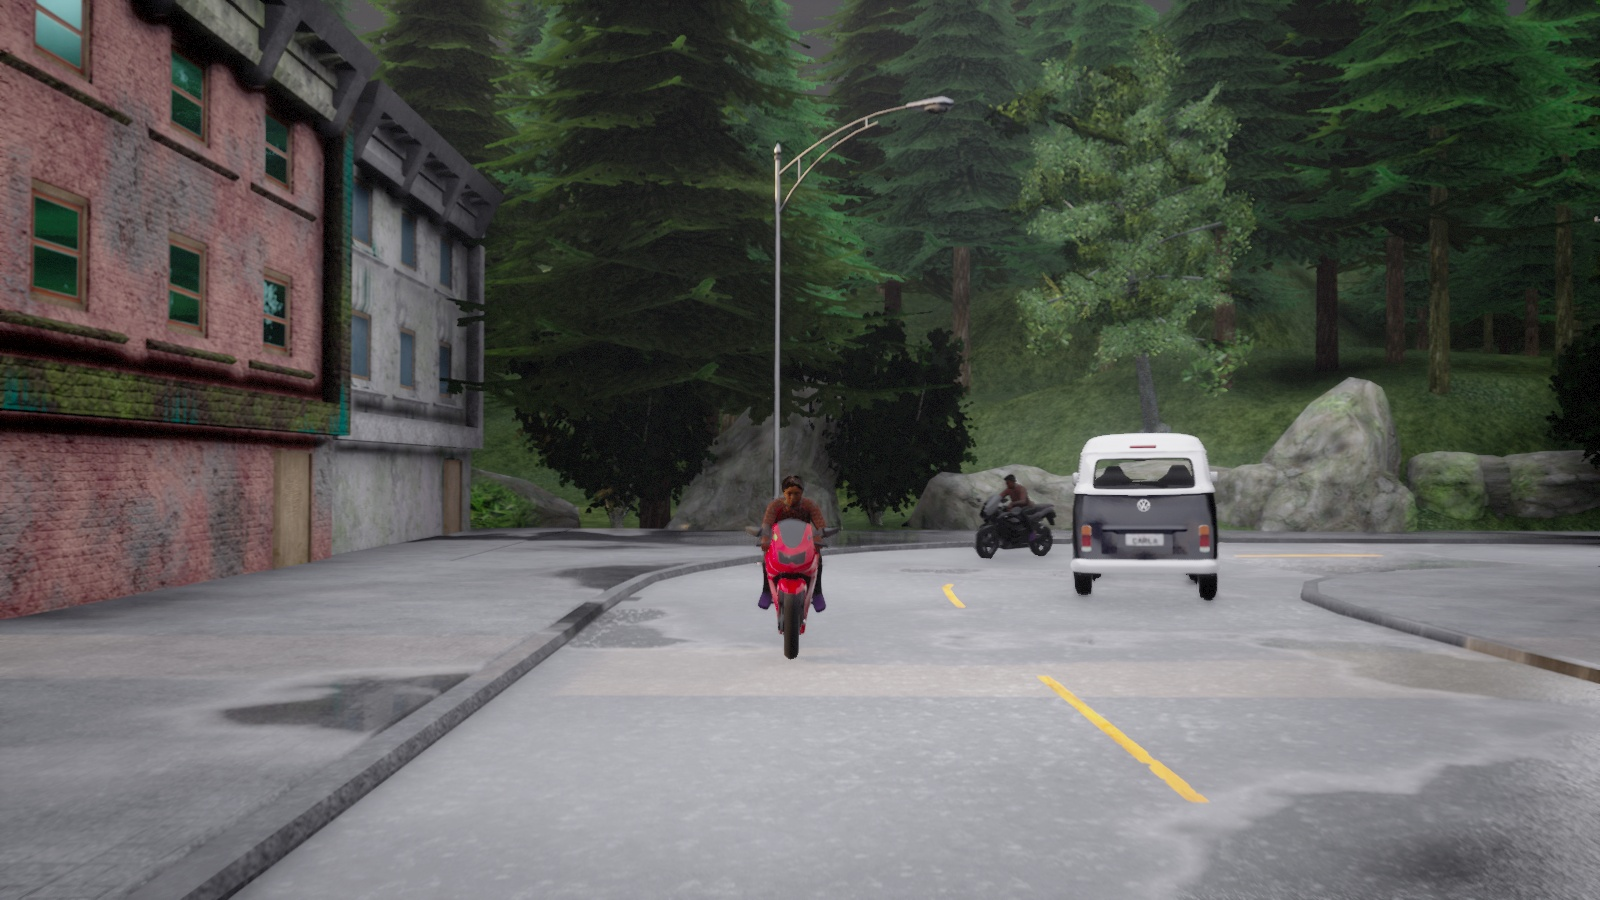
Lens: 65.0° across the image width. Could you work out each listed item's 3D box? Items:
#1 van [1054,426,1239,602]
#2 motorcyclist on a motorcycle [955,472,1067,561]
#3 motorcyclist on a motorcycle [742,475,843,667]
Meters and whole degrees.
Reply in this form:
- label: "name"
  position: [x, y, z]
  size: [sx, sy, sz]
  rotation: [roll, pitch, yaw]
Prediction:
- label: "van"
  position: [4.707, 0.805, 17.042]
  size: [2.069, 2.038, 4.480]
  rotation: [-2, -1, 16]
- label: "motorcyclist on a motorcycle"
  position: [3.829, 1.164, 22.703]
  size: [2.044, 1.523, 0.797]
  rotation: [1, 0, -38]
- label: "motorcyclist on a motorcycle"
  position: [-0.059, 0.982, 11.023]
  size: [0.797, 1.523, 2.044]
  rotation: [0, -1, 0]
